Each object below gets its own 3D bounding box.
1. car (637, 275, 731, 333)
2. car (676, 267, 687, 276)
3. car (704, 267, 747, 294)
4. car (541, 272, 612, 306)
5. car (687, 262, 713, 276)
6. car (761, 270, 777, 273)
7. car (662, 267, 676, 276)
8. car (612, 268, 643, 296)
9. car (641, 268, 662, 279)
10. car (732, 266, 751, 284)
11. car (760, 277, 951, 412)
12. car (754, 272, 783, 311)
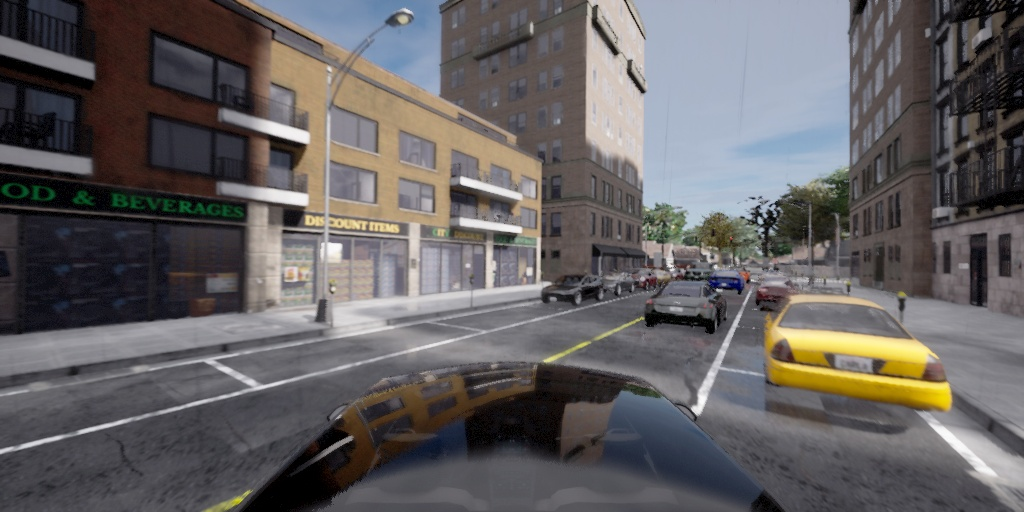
[{"bbox_3d":[5.817,1.514,11.840,1.994,1.385,4.181,0,-1,35],"label":"car"},{"bbox_3d":[15.700,1.824,35.551,1.967,1.591,4.097,0,0,35],"label":"car"},{"bbox_3d":[14.827,1.706,24.722,1.882,1.535,5.008,0,-1,35],"label":"car"},{"bbox_3d":[3.052,1.554,17.463,1.948,1.339,4.313,0,0,35],"label":"car"},{"bbox_3d":[18.426,1.633,34.972,2.150,2.045,5.566,0,-1,35],"label":"car"},{"bbox_3d":[16.052,1.731,22.050,1.751,1.417,4.829,0,0,35],"label":"car"},{"bbox_3d":[12.440,1.809,30.889,1.751,1.417,4.829,0,0,35],"label":"car"},{"bbox_3d":[6.214,1.635,21.985,2.007,1.370,4.403,0,0,35],"label":"car"},{"bbox_3d":[9.376,1.624,26.507,1.967,1.591,4.097,0,0,35],"label":"car"},{"bbox_3d":[23.540,1.860,37.356,2.097,1.767,4.553,0,-1,35],"label":"car"},{"bbox_3d":[5.652,1.337,6.497,1.801,1.575,5.366,0,-1,35],"label":"car"},{"bbox_3d":[12.792,1.689,17.388,1.802,1.307,4.207,0,0,35],"label":"car"}]
